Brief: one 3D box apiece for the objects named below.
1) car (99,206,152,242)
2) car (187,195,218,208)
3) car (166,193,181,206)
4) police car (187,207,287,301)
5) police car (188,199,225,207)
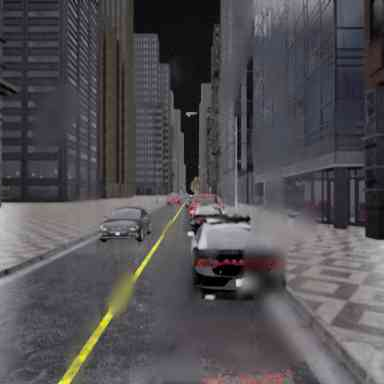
[{"bbox_3d":[-3.082,1.487,16.203,1.837,1.490,4.892,0,0,0],"label":"car"},{"bbox_3d":[0.927,1.203,24.430,2.150,2.045,5.566,0,0,0],"label":"car"},{"bbox_3d":[-3.021,1.197,55.429,2.150,2.045,5.566,0,0,0],"label":"car"},{"bbox_3d":[0.908,1.413,8.508,1.930,1.638,5.238,0,0,0],"label":"police car"},{"bbox_3d":[0.919,1.405,18.509,1.930,1.638,5.238,0,0,0],"label":"police car"}]
